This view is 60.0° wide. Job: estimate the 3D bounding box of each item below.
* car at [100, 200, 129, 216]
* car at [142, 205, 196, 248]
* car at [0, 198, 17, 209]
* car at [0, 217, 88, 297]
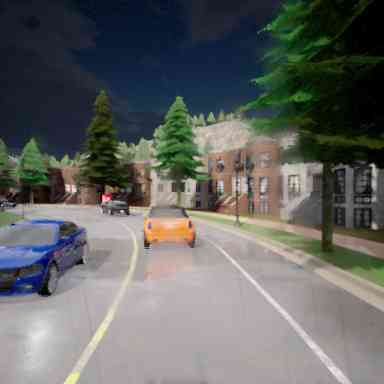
[{"bbox_3d":[-7.671,1.533,32.880,1.837,1.490,4.892,0,0,-30],"label":"car"},{"bbox_3d":[-1.170,1.359,15.066,2.097,1.767,4.553,0,0,-9],"label":"car"},{"bbox_3d":[-26.983,1.575,47.294,4.902,1.511,2.128,0,0,31],"label":"car"},{"bbox_3d":[-4.116,1.491,8.816,1.882,1.535,5.008,0,0,-5],"label":"car"}]
